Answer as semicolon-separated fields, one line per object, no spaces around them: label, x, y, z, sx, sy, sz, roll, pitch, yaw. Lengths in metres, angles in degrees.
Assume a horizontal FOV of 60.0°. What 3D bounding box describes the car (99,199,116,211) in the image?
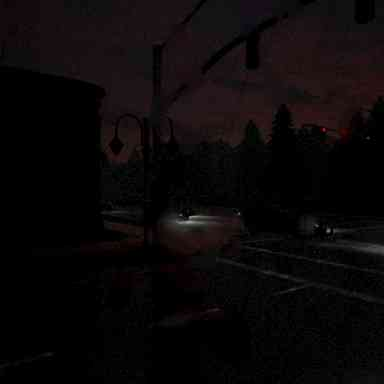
car;-11.177;1.561;39.970;1.812;1.442;4.674;0;0;-35

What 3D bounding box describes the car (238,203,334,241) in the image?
car;4.764;1.492;17.035;2.128;1.511;4.902;0;0;-35

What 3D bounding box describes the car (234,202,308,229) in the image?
car;5.190;1.505;22.534;1.837;1.490;4.892;0;0;-35

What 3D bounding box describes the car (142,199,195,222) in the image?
car;-1.986;1.564;26.682;1.994;1.385;4.181;0;0;-35

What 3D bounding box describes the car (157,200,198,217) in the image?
car;-1.495;1.564;32.091;1.994;1.385;4.181;0;0;-35

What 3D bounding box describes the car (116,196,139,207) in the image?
car;-10.485;1.352;51.359;2.097;1.767;4.553;0;0;-35

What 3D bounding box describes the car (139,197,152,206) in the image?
car;-7.920;1.504;53.804;1.837;1.490;4.892;0;0;-35
